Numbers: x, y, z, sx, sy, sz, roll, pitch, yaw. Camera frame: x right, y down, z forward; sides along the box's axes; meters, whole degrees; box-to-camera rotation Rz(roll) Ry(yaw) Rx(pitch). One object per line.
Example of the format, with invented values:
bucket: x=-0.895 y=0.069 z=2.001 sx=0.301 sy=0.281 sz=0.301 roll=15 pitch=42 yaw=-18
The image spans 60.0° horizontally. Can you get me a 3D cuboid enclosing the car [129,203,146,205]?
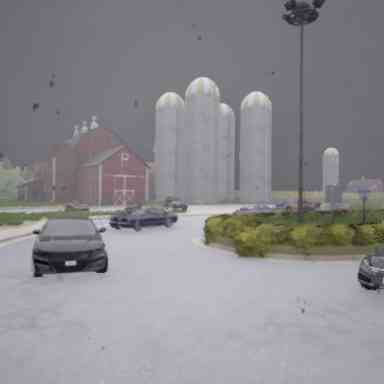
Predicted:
car: x=-4.449 y=1.669 z=27.823 sx=1.784 sy=1.438 sz=3.905 roll=1 pitch=-1 yaw=-35

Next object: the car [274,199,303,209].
car: x=17.401 y=2.096 z=59.991 sx=2.242 sy=1.667 sz=4.611 roll=1 pitch=-1 yaw=-35

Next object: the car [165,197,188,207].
car: x=-2.276 y=1.613 z=45.901 sx=1.905 sy=1.878 sz=3.866 roll=1 pitch=-1 yaw=-35

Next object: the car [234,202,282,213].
car: x=5.551 y=1.830 z=29.049 sx=4.181 sy=1.385 sz=1.994 roll=1 pitch=-1 yaw=-35

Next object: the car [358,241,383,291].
car: x=6.021 y=1.649 z=8.238 sx=4.674 sy=1.442 sz=1.812 roll=1 pitch=-1 yaw=-35

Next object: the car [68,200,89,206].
car: x=-12.908 y=1.631 z=37.589 sx=1.816 sy=1.474 sz=4.193 roll=1 pitch=-1 yaw=-35

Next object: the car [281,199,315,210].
car: x=13.724 y=1.751 z=41.057 sx=1.932 sy=1.855 sz=4.605 roll=1 pitch=-1 yaw=-35

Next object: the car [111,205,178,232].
car: x=-2.980 y=1.718 z=21.265 sx=1.895 sy=1.301 sz=4.718 roll=0 pitch=-1 yaw=35

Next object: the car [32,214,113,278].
car: x=-3.893 y=1.509 z=10.626 sx=1.882 sy=1.535 sz=5.008 roll=1 pitch=0 yaw=-21

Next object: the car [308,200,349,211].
car: x=15.108 y=1.918 z=35.816 sx=4.892 sy=1.490 sz=1.837 roll=-1 pitch=0 yaw=-35
